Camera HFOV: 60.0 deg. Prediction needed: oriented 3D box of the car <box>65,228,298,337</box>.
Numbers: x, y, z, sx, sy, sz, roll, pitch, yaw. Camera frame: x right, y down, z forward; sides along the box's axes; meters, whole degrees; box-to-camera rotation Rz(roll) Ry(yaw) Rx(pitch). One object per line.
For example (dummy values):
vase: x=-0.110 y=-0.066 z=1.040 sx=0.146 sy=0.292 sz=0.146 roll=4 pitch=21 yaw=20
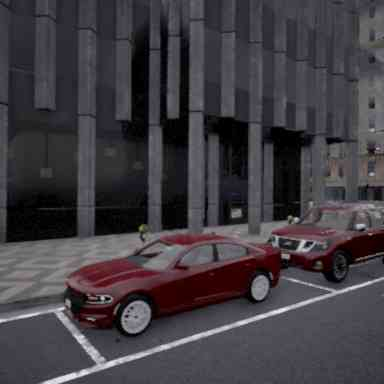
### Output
car: x=-0.149 y=1.544 z=6.649 sx=4.507 sy=1.381 sz=1.887 roll=0 pitch=1 yaw=-35

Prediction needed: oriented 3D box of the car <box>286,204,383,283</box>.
car: x=4.432 y=1.314 z=9.913 sx=5.009 sy=1.841 sz=2.192 roll=0 pitch=1 yaw=-35
